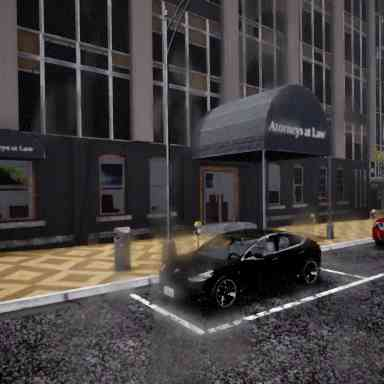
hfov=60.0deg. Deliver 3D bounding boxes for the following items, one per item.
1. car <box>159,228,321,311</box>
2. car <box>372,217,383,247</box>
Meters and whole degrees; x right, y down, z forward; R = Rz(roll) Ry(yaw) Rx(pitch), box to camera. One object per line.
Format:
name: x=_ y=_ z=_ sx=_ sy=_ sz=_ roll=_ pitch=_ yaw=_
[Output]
car: x=1.290 y=1.564 z=7.777 sx=4.313 sy=1.339 sz=1.947 roll=0 pitch=-1 yaw=-37
car: x=9.571 y=1.310 z=13.973 sx=5.009 sy=1.841 sz=2.192 roll=0 pitch=-1 yaw=-37
